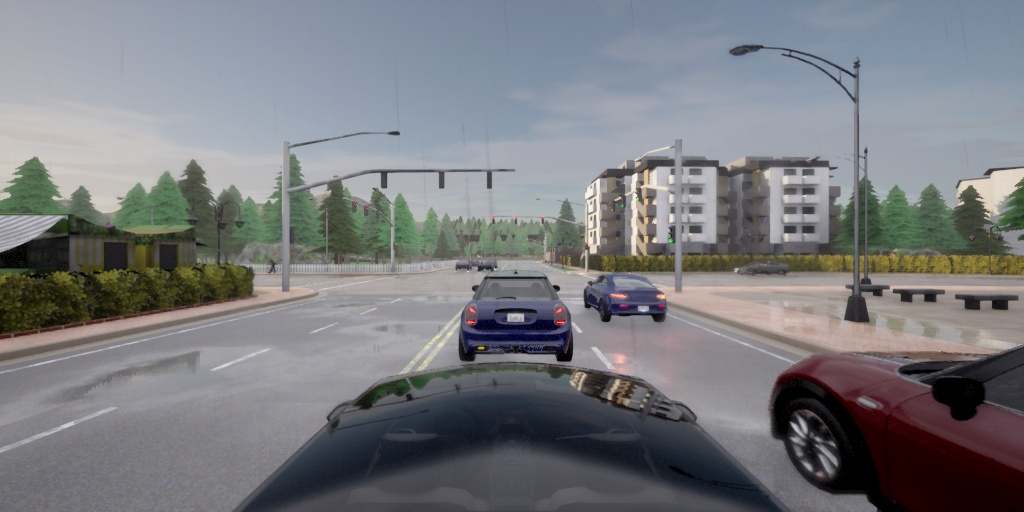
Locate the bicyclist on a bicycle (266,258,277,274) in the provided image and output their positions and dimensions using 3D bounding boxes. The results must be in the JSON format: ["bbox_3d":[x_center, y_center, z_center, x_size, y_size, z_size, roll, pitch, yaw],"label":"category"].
[{"bbox_3d":[-25.594,1.052,38.175,0.582,1.620,1.656,0,0,-1],"label":"bicyclist on a bicycle"}]

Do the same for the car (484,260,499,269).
[{"bbox_3d":[-3.276,1.297,57.783,2.033,1.411,5.357,0,0,0],"label":"car"}]

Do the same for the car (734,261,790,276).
[{"bbox_3d":[24.466,1.241,35.193,4.902,1.511,2.128,0,0,1],"label":"car"}]

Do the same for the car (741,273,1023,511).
[{"bbox_3d":[3.597,1.104,1.677,2.097,1.767,4.553,0,0,0],"label":"car"}]

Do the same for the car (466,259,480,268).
[{"bbox_3d":[-6.733,1.313,62.652,1.994,1.385,4.181,0,0,0],"label":"car"}]

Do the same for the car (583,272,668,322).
[{"bbox_3d":[3.645,1.276,12.113,1.812,1.442,4.674,0,0,1],"label":"car"}]

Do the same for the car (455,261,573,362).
[{"bbox_3d":[0.092,1.102,8.403,2.097,1.767,4.553,0,0,1],"label":"car"}]

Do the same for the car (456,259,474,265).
[{"bbox_3d":[-6.802,1.227,50.920,1.882,1.535,5.008,0,0,0],"label":"car"}]
